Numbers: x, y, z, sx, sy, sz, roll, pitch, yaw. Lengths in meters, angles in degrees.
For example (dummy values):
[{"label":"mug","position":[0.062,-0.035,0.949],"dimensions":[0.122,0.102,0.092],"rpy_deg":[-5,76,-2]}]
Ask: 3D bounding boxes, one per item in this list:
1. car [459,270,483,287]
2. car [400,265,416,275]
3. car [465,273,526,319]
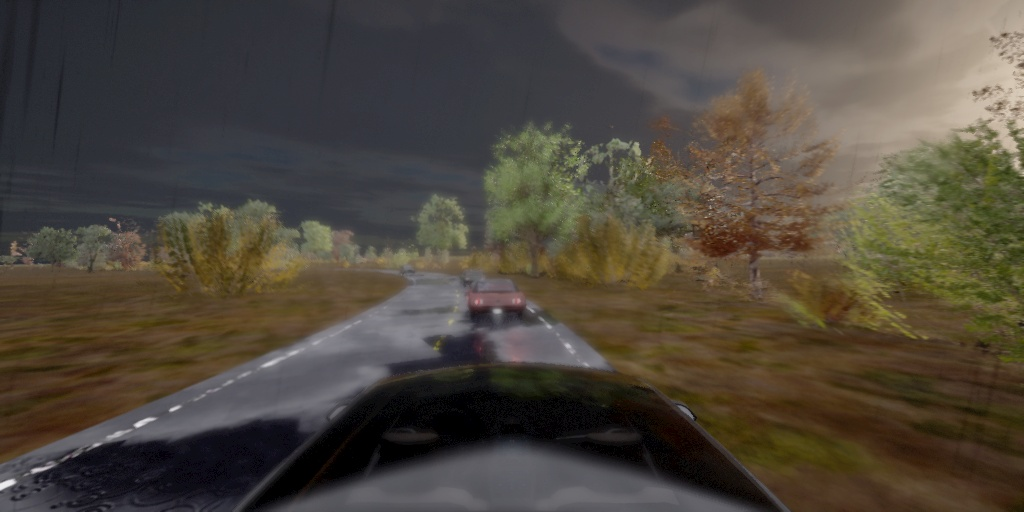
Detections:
[{"label":"car","position":[-3.166,1.729,28.623],"dimensions":[1.895,1.301,4.718],"rpy_deg":[0,-1,-13]},{"label":"car","position":[-16.458,2.116,56.430],"dimensions":[1.837,1.490,4.892],"rpy_deg":[0,-1,-26]},{"label":"car","position":[-0.689,1.511,13.659],"dimensions":[1.895,1.301,4.718],"rpy_deg":[0,-1,-6]}]
